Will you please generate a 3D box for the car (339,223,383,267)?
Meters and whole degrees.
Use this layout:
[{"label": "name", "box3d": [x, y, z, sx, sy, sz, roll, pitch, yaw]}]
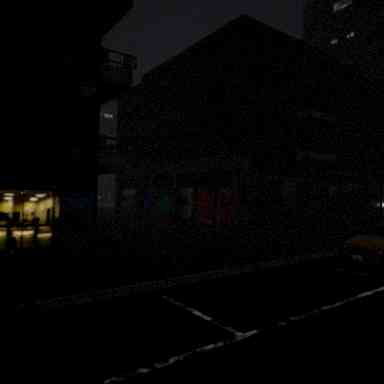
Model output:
[{"label": "car", "box3d": [6.671, 1.566, 10.830, 4.829, 1.417, 1.752, 0, 2, -35]}]
